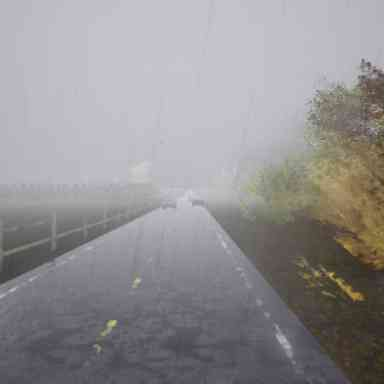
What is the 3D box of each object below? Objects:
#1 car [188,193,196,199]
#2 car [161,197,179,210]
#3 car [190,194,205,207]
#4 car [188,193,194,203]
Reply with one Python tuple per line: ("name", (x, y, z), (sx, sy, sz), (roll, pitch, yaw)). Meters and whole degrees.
("car", (0.018, 1.102, 92.352), (2.097, 1.767, 4.553), (0, 0, 0))
("car", (-2.822, 1.496, 43.135), (1.837, 1.490, 4.892), (0, 0, 0))
("car", (0.972, 1.458, 51.119), (1.882, 1.535, 5.008), (0, 0, 0))
("car", (0.013, 1.481, 69.354), (2.033, 1.411, 5.357), (0, 0, 0))
